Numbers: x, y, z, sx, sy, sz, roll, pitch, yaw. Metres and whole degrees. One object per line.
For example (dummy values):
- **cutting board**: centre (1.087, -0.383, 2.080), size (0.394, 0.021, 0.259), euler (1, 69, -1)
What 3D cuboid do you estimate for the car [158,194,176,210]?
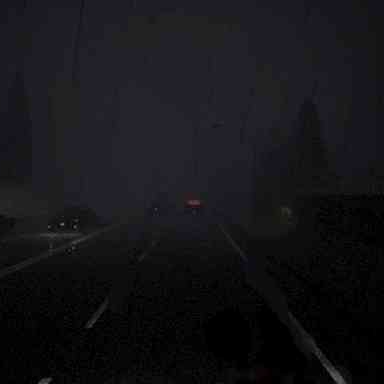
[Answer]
- **car**: centre (-3.276, 1.210, 42.836), size (2.150, 2.045, 5.566), euler (0, 0, 1)

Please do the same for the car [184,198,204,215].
- **car**: centre (0.215, 1.593, 33.796), size (1.895, 1.301, 4.718), euler (0, 0, 0)

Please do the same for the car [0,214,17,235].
- **car**: centre (-10.534, 1.590, 15.958), size (1.895, 1.301, 4.718), euler (0, 0, 0)

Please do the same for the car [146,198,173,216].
- **car**: centre (-3.294, 1.554, 32.638), size (1.994, 1.385, 4.181), euler (0, 0, 0)

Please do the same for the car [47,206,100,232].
- **car**: centre (-7.008, 1.553, 19.978), size (1.994, 1.385, 4.181), euler (0, 0, 0)

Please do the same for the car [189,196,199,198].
- **car**: centre (0.243, 1.341, 44.616), size (2.097, 1.767, 4.553), euler (0, 0, 1)
